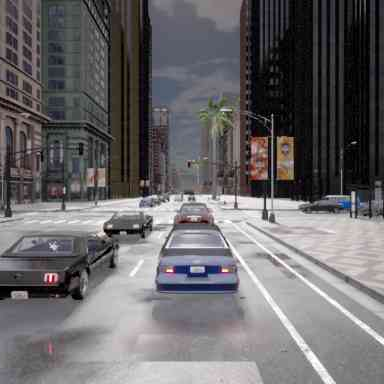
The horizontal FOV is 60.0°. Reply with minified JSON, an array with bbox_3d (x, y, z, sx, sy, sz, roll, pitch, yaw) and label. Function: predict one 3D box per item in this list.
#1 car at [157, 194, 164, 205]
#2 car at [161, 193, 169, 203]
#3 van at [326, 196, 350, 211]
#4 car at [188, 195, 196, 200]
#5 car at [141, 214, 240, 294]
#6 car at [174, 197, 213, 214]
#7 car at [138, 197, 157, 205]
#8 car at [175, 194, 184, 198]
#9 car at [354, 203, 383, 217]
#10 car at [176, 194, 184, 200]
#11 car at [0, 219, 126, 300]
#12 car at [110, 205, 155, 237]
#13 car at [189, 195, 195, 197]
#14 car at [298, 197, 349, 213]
[{"bbox_3d":[-6.606,1.566,58.913,1.994,1.385,4.181,0,0,0],"label":"car"},{"bbox_3d":[-6.524,1.481,69.135,1.882,1.535,5.008,0,0,0],"label":"car"},{"bbox_3d":[17.054,1.314,38.121,3.998,1.788,1.690,0,0,0],"label":"van"},{"bbox_3d":[-0.031,1.546,91.458,2.033,1.411,5.357,0,0,0],"label":"car"},{"bbox_3d":[0.099,1.547,8.945,2.033,1.411,5.357,0,0,0],"label":"car"},{"bbox_3d":[0.114,1.352,18.388,2.097,1.767,4.553,0,0,0],"label":"car"},{"bbox_3d":[-6.601,1.527,48.907,1.812,1.442,4.674,0,0,-1],"label":"car"},{"bbox_3d":[-3.278,1.521,80.384,1.812,1.442,4.674,0,0,0],"label":"car"},{"bbox_3d":[17.061,1.548,29.596,4.403,1.369,2.008,0,0,0],"label":"car"},{"bbox_3d":[-3.281,1.316,90.387,1.882,1.535,5.008,0,0,0],"label":"car"},{"bbox_3d":[-3.152,1.601,8.317,1.895,1.301,4.718,0,0,0],"label":"car"},{"bbox_3d":[-3.160,1.600,17.485,1.895,1.301,4.718,0,0,0],"label":"car"},{"bbox_3d":[-0.028,1.529,81.237,1.812,1.442,4.674,0,0,0],"label":"car"},{"bbox_3d":[13.726,1.509,35.454,4.674,1.442,1.812,0,0,2],"label":"car"}]
